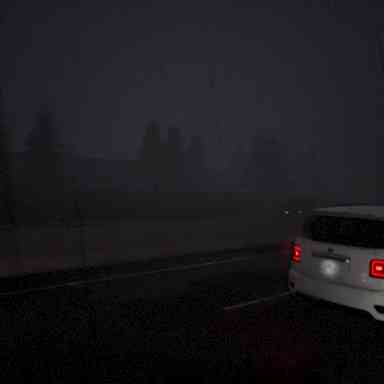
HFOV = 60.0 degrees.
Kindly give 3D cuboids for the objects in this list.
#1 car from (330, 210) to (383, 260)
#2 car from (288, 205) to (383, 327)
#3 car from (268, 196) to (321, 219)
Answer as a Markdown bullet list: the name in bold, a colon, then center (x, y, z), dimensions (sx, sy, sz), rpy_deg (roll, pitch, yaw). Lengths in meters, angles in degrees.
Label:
- **car**: center (8.021, 1.610, 13.740), dimensions (5.008, 1.535, 1.882), rpy_deg (1, 0, -35)
- **car**: center (4.378, 1.290, 6.854), dimensions (5.566, 2.045, 2.150), rpy_deg (1, 0, -35)
- **car**: center (10.174, 1.471, 32.773), dimensions (5.566, 2.045, 2.150), rpy_deg (1, 0, -37)
